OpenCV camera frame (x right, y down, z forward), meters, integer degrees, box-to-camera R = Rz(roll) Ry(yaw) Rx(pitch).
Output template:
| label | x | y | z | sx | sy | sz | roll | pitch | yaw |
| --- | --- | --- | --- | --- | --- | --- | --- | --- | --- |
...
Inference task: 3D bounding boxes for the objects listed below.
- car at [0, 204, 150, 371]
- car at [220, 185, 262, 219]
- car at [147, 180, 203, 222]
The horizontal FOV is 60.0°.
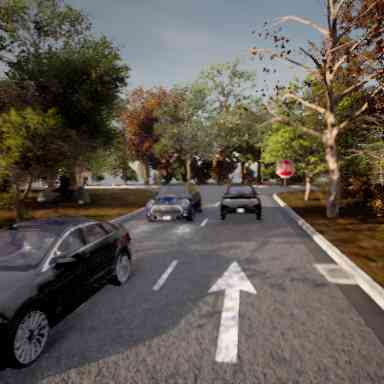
| label | x | y | z | sx | sy | sz | roll | pitch | yaw |
| --- | --- | --- | --- | --- | --- | --- | --- | --- | --- |
| car | -2.573 | 1.275 | 5.658 | 2.128 | 1.511 | 4.902 | -1 | 4 | 11 |
| car | 2.439 | 0.394 | 16.613 | 2.128 | 1.511 | 4.902 | -1 | 4 | 9 |
| car | -0.769 | 0.356 | 16.508 | 2.097 | 1.767 | 4.553 | -1 | 4 | 9 |
